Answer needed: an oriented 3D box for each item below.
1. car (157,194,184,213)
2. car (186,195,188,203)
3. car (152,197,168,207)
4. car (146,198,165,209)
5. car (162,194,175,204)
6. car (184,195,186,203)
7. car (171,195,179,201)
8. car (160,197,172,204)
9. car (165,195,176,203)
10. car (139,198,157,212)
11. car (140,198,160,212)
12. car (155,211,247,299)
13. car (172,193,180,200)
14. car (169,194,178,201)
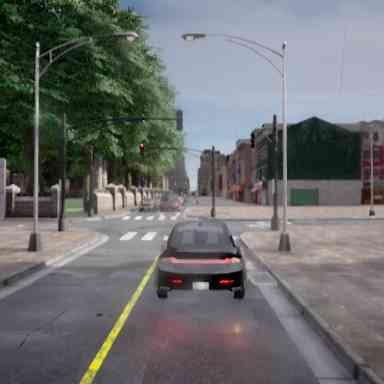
[{"bbox_3d":[-2.340,1.304,36.781,2.097,1.767,4.553,0,0,0],"label":"car"},{"bbox_3d":[-2.040,1.442,67.788,2.128,1.511,4.902,0,0,1],"label":"car"},{"bbox_3d":[-4.775,1.513,50.016,1.947,1.339,4.313,1,0,0],"label":"car"},{"bbox_3d":[-4.812,1.498,44.566,2.008,1.369,4.403,1,0,0],"label":"car"},{"bbox_3d":[-4.657,1.274,66.366,2.192,1.841,5.009,1,0,0],"label":"car"},{"bbox_3d":[-2.224,1.473,51.791,1.812,1.442,4.674,0,0,0],"label":"car"},{"bbox_3d":[-4.513,1.537,87.997,1.752,1.417,4.829,1,0,0],"label":"car"},{"bbox_3d":[-4.701,1.534,60.916,1.802,1.307,4.206,1,0,0],"label":"car"},{"bbox_3d":[-4.623,1.409,71.816,1.967,1.590,4.097,1,0,0],"label":"car"},{"bbox_3d":[-4.889,1.502,37.431,2.008,1.369,4.403,1,0,0],"label":"car"},{"bbox_3d":[-4.899,1.475,39.405,1.752,1.417,4.829,1,0,0],"label":"car"},{"bbox_3d":[0.213,1.476,8.419,2.128,1.511,4.902,0,0,1],"label":"car"},{"bbox_3d":[-4.471,1.346,93.618,2.192,1.841,5.009,1,0,0],"label":"car"},{"bbox_3d":[-4.548,1.435,82.716,1.967,1.590,4.097,1,0,0],"label":"car"}]
